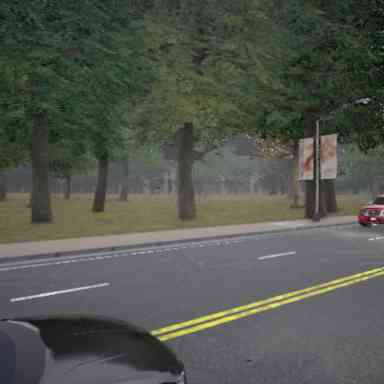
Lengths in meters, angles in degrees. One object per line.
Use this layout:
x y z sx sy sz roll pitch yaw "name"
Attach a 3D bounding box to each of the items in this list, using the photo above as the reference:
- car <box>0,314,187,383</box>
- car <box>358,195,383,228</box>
-2.236 1.493 1.845 4.902 1.511 2.128 0 0 -36 "car"
12.646 1.176 20.731 5.566 2.045 2.150 0 0 -36 "car"
